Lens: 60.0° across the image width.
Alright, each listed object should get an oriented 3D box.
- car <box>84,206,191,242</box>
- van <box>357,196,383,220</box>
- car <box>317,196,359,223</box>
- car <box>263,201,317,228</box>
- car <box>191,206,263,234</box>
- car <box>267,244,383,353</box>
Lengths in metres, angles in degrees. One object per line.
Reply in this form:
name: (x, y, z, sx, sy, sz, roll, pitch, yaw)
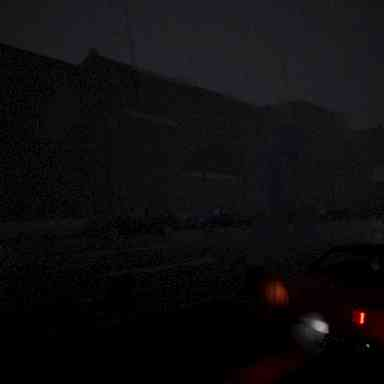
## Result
car: (-2.808, 1.479, 16.442, 4.892, 1.521, 2.231, 0, 0, -36)
van: (14.967, 1.360, 29.154, 4.442, 1.987, 1.878, 0, 0, -36)
car: (10.592, 1.434, 26.026, 4.553, 1.767, 2.185, 0, 0, -36)
car: (6.099, 1.407, 22.812, 4.553, 1.767, 2.185, 0, 0, -36)
car: (1.682, 1.545, 19.654, 4.674, 1.452, 2.002, 0, 0, -36)
car: (3.629, 1.631, 6.020, 4.718, 1.301, 1.895, 0, 0, -35)
